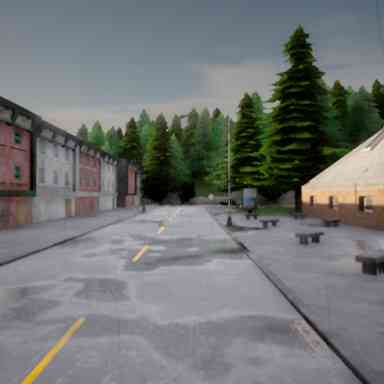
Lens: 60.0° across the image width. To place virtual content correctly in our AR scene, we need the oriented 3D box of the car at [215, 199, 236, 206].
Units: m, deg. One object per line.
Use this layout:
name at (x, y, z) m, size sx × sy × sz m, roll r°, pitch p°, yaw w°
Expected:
car at (7.178, 2.247, 72.489) m, size 4.553 × 1.767 × 2.097 m, roll 0°, pitch -1°, yaw -6°
